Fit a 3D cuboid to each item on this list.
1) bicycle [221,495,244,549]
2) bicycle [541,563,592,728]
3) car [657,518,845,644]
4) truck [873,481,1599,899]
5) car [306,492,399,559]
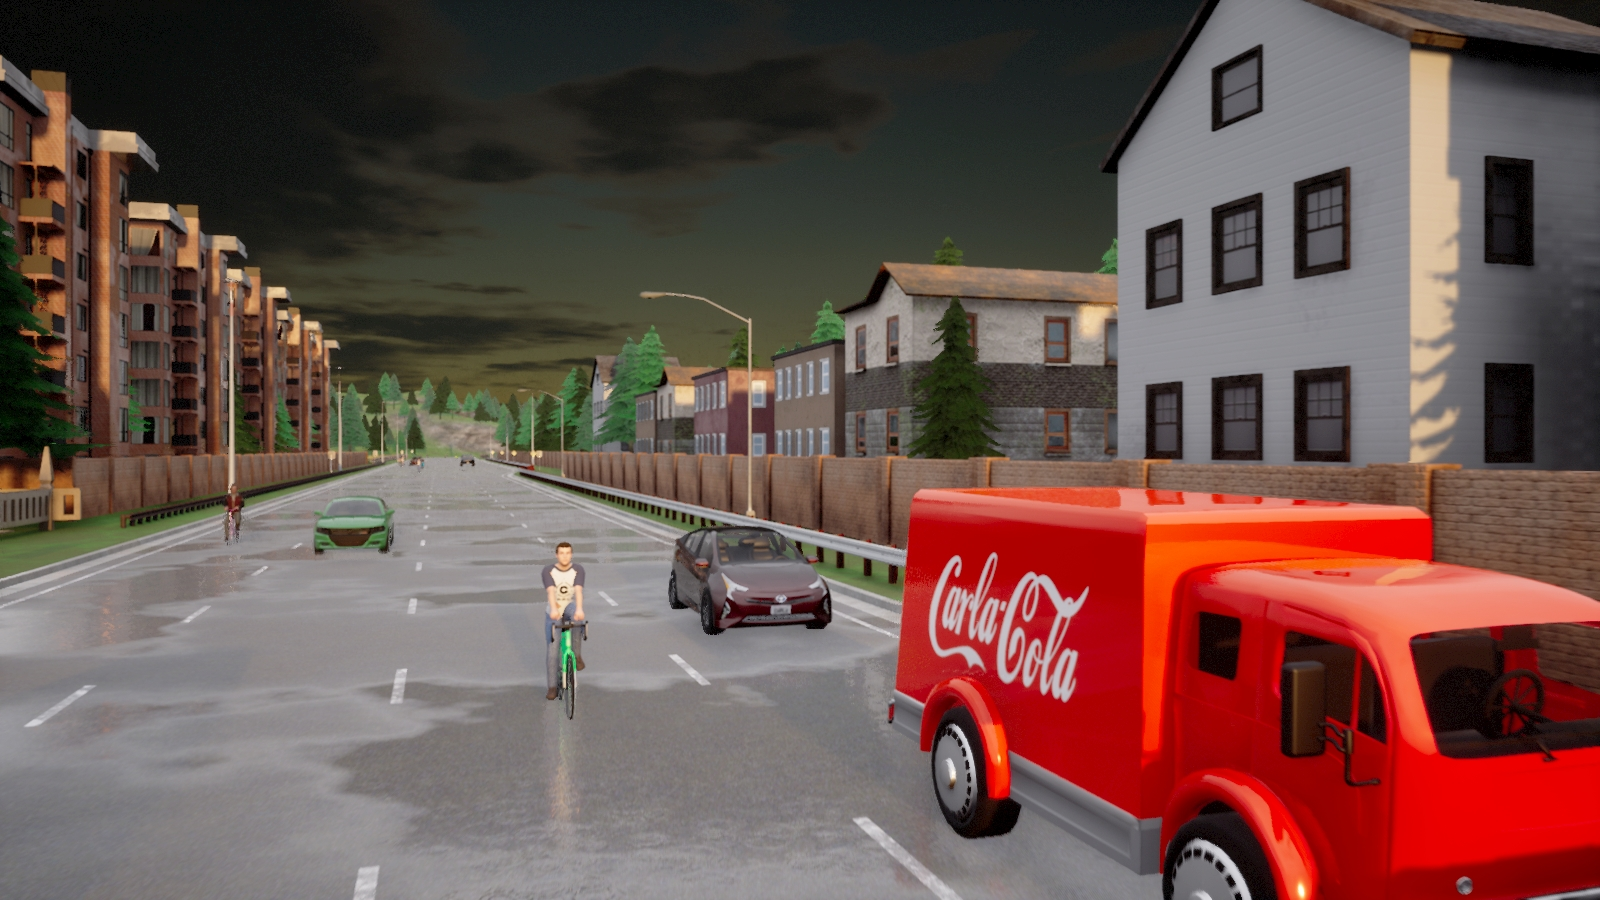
[{"bbox_3d":[-16.487,2.069,33.201,0.329,1.471,1.835,0,0,-18],"label":"bicycle"},{"bbox_3d":[-2.546,2.059,12.389,0.373,1.496,1.643,0,0,-18],"label":"bicycle"},{"bbox_3d":[-0.962,2.045,18.952,2.007,1.525,4.514,0,0,-18],"label":"car"},{"bbox_3d":[2.660,1.557,7.517,2.627,2.467,5.204,0,1,-18],"label":"truck"},{"bbox_3d":[-12.487,2.043,32.147,2.097,1.535,5.006,0,0,-18],"label":"car"}]
